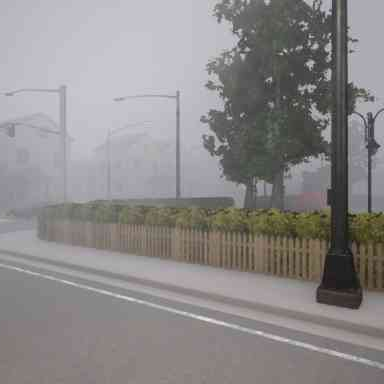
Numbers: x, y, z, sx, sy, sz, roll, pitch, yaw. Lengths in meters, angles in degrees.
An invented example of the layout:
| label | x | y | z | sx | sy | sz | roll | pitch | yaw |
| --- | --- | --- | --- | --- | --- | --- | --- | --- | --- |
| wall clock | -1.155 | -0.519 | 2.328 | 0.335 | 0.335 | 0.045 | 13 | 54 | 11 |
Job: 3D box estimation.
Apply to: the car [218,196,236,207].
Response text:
| label | x | y | z | sx | sy | sz | roll | pitch | yaw |
| --- | --- | --- | --- | --- | --- | --- | --- | --- | --- |
| car | 4.875 | 1.564 | 49.126 | 1.994 | 1.385 | 4.181 | 0 | 0 | 35 |

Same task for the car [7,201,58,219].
| label | x | y | z | sx | sy | sz | roll | pitch | yaw |
| --- | --- | --- | --- | --- | --- | --- | --- | --- | --- |
| car | -13.288 | 1.547 | 29.468 | 2.033 | 1.411 | 5.357 | 0 | 0 | 35 |
